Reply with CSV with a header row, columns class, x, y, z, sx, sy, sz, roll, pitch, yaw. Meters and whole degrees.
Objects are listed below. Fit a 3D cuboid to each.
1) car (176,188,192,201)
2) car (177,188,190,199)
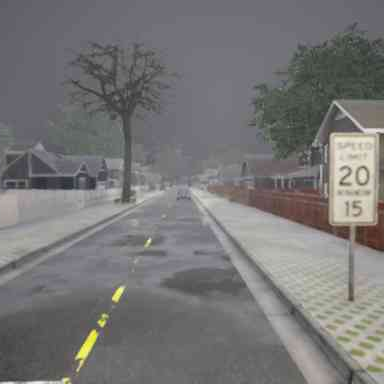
class,x,y,z,sx,sy,sz,roll,pitch,yaw
car,-1.059,0.432,43.478,2.033,1.411,5.357,0,2,-1
car,-1.258,0.215,50.071,1.837,1.490,4.892,0,2,-1
